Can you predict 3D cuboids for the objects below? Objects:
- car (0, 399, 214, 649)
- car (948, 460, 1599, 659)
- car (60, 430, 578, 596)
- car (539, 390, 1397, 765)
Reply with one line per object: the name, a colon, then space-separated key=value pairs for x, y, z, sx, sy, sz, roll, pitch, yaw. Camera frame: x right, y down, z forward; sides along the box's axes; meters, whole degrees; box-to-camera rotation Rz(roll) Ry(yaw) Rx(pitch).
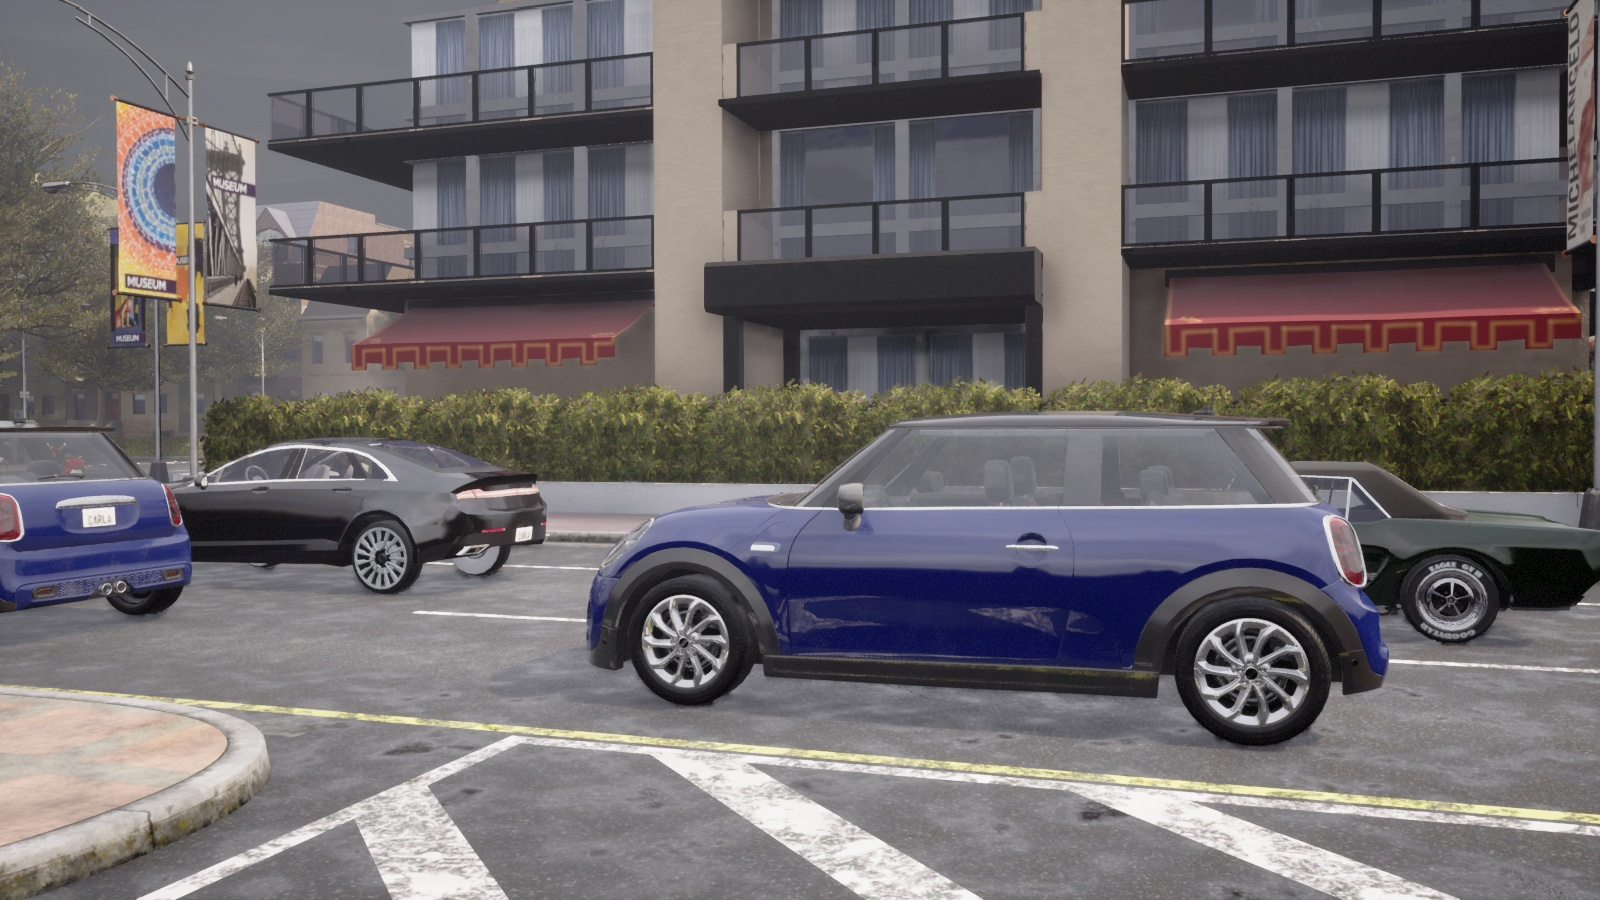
car: x=-7.503 y=0.489 z=10.465 sx=4.553 sy=1.767 sz=2.097 roll=1 pitch=1 yaw=19
car: x=3.746 y=0.775 z=10.374 sx=4.718 sy=1.301 sz=1.895 roll=1 pitch=1 yaw=19
car: x=-5.065 y=0.550 z=13.338 sx=4.902 sy=1.511 sz=2.128 roll=1 pitch=1 yaw=19
car: x=0.966 y=0.567 z=7.615 sx=4.553 sy=1.767 sz=2.097 roll=1 pitch=1 yaw=18
